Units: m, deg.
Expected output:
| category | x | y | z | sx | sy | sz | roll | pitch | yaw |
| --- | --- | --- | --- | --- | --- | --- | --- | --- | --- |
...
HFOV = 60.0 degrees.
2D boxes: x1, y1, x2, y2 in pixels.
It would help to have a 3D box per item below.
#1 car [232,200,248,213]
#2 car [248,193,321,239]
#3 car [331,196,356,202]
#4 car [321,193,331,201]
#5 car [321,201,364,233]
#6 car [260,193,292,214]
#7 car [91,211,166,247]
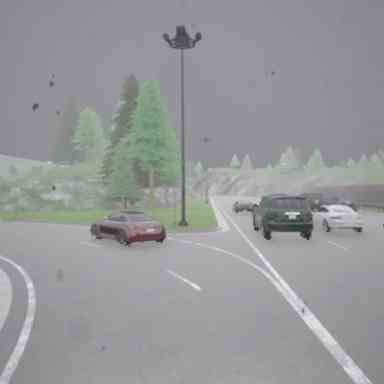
| category | x | y | z | sx | sy | sz | roll | pitch | yaw |
| --- | --- | --- | --- | --- | --- | --- | --- | --- | --- |
| car | 5.305 | 1.522 | 34.920 | 1.895 | 1.301 | 4.718 | 0 | 0 | 3 |
| car | 4.486 | 1.170 | 17.130 | 2.150 | 2.045 | 5.566 | 0 | 0 | 3 |
| car | 15.849 | 1.200 | 35.689 | 2.097 | 1.767 | 4.553 | 0 | 0 | 3 |
| car | 12.324 | 1.094 | 35.241 | 2.150 | 2.045 | 5.566 | 0 | 0 | 3 |
| car | 8.079 | 1.447 | 19.028 | 1.812 | 1.442 | 4.674 | 0 | 0 | 3 |
| car | 8.829 | 1.118 | 35.424 | 2.150 | 2.045 | 5.566 | 0 | 0 | 3 |
| car | -3.034 | 1.566 | 15.377 | 1.994 | 1.385 | 4.181 | 0 | 0 | -40 |
